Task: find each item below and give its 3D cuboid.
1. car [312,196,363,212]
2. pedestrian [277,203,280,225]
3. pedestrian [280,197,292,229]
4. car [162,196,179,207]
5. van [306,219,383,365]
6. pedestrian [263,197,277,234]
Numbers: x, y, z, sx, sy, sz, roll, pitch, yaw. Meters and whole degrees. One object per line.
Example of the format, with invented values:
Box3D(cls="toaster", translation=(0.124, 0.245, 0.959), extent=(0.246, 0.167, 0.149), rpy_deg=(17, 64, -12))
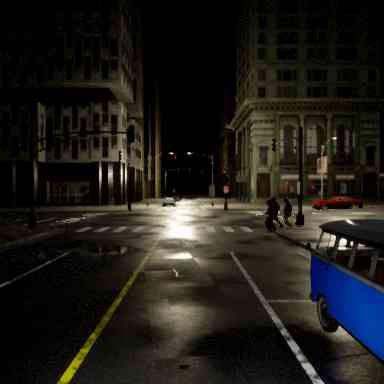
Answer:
Box3D(cls="car", translation=(15.199, 1.202, 34.937), extent=(5.008, 1.535, 1.882), rpy_deg=(-1, 0, 0))
Box3D(cls="pedestrian", translation=(4.671, 1.129, 18.878), extent=(0.375, 1.860, 0.375), rpy_deg=(0, 0, 0))
Box3D(cls="pedestrian", translation=(5.242, 1.128, 18.282), extent=(0.375, 1.860, 0.375), rpy_deg=(0, 0, 0))
Box3D(cls="car", translation=(-3.363, 1.485, 49.373), extent=(2.033, 1.411, 5.357), rpy_deg=(0, 0, 0))
Box3D(cls="van", translation=(2.836, 1.339, 4.232), extent=(1.690, 1.788, 3.998), rpy_deg=(0, 0, 0))
Box3D(cls="pedestrian", translation=(4.151, 1.280, 17.679), extent=(0.375, 1.860, 0.375), rpy_deg=(0, 0, 0))
